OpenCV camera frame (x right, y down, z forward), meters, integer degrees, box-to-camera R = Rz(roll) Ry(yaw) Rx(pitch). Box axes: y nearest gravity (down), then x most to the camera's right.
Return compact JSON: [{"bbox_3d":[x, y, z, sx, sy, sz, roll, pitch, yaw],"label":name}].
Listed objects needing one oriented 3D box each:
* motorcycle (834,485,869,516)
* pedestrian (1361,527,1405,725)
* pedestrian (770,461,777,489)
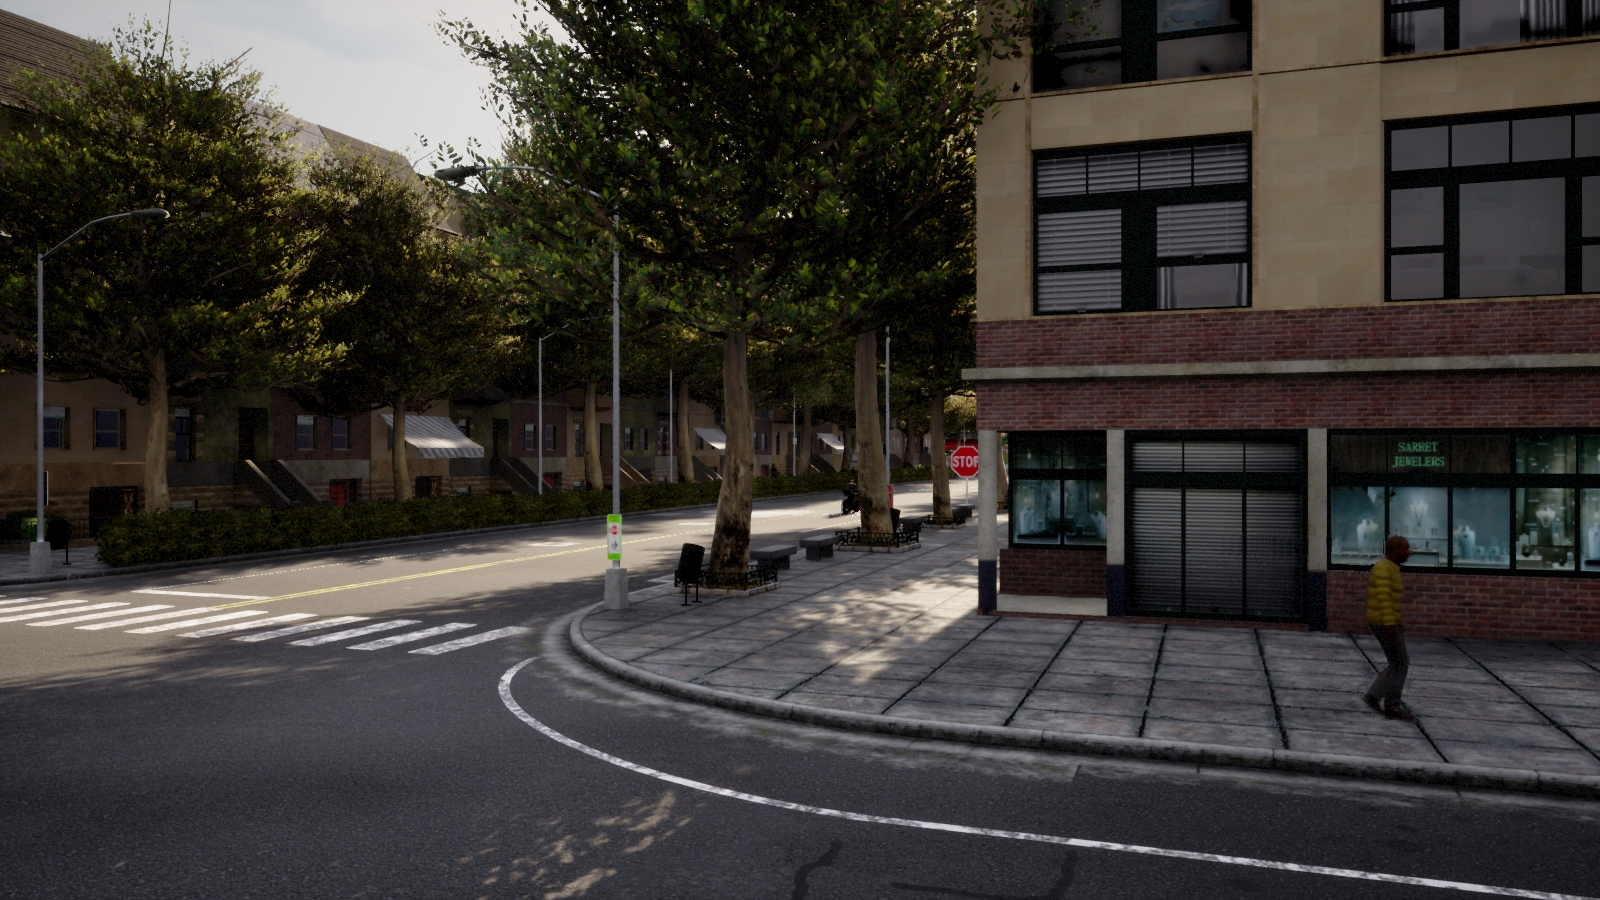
[{"bbox_3d":[2.277,2.209,50.403,0.867,1.251,2.209,1,0,21],"label":"motorcycle"},{"bbox_3d":[5.704,1.696,11.173,0.375,1.860,0.375,0,0,27],"label":"pedestrian"},{"bbox_3d":[-1.788,1.707,77.135,0.375,1.860,0.375,0,0,19],"label":"pedestrian"}]
